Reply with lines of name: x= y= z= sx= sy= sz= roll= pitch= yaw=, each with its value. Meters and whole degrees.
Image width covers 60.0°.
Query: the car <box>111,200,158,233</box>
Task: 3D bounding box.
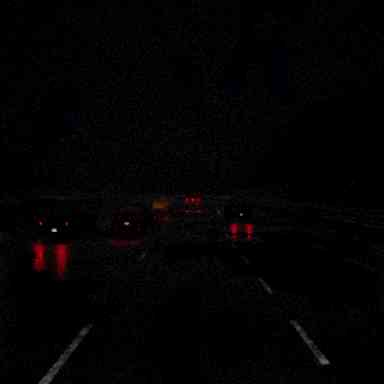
car: x=-3.357 y=1.480 z=19.617 sx=1.882 sy=1.535 sz=5.008 roll=0 pitch=0 yaw=0

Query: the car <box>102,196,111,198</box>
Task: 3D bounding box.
car: x=-17.350 y=1.538 z=67.861 sx=2.128 sy=1.511 sz=4.902 roll=0 pitch=0 yaw=0

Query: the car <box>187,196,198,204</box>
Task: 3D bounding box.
car: x=0.134 y=1.442 z=60.812 sx=1.882 sy=1.535 sz=5.008 roll=0 pitch=-1 yaw=0

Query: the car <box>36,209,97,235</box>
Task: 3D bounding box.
car: x=-6.859 y=1.604 z=18.820 sx=1.895 sy=1.301 sz=4.718 roll=0 pitch=0 yaw=0

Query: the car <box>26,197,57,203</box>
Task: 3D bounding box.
car: x=-20.991 y=1.477 z=47.433 sx=2.033 sy=1.411 sz=5.357 roll=0 pitch=0 yaw=0

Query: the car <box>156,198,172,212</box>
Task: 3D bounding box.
car: x=-3.317 y=1.429 z=37.785 sx=1.882 sy=1.535 sz=5.008 roll=0 pitch=0 yaw=0

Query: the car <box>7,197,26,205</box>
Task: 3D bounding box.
car: x=-24.487 y=1.421 z=47.076 sx=2.128 sy=1.511 sz=4.902 roll=0 pitch=0 yaw=0

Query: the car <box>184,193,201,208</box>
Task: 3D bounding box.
car: x=0.101 y=1.150 z=45.829 sx=2.150 sy=2.045 sz=5.566 roll=0 pitch=0 yaw=0

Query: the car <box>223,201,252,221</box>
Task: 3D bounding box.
car: x=3.661 y=1.476 z=27.196 sx=2.128 sy=1.511 sz=4.902 roll=0 pitch=0 yaw=0

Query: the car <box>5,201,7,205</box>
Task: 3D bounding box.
car: x=-17.539 y=1.490 z=26.945 sx=1.837 sy=1.490 sz=4.892 roll=0 pitch=0 yaw=0
